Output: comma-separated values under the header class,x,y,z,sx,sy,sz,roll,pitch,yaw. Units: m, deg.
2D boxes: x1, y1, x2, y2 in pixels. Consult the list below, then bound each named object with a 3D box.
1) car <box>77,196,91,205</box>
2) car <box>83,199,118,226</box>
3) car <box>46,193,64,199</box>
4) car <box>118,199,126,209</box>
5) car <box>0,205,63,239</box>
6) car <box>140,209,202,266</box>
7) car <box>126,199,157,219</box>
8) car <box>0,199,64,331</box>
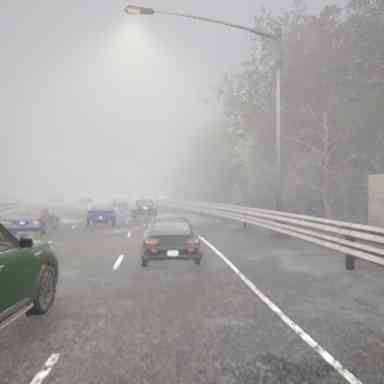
class,x,y,z,sx,sy,sz,roll,pitch,yaw
car,-20.568,1.598,63.805,1.837,1.490,4.892,0,0,-35
car,-6.427,1.508,23.796,1.882,1.535,5.008,0,0,-13
car,-32.198,1.366,78.143,5.566,2.045,2.150,0,0,45
car,-10.189,1.652,45.826,1.895,1.301,4.718,0,0,-24
car,-8.897,1.585,18.895,2.033,1.411,5.357,0,0,-11
car,-0.763,1.532,11.520,1.812,1.442,4.674,0,0,-6
car,-4.415,1.377,29.601,2.097,1.767,4.553,0,0,-15
car,-3.650,1.236,4.350,2.150,2.045,5.566,0,0,-3
